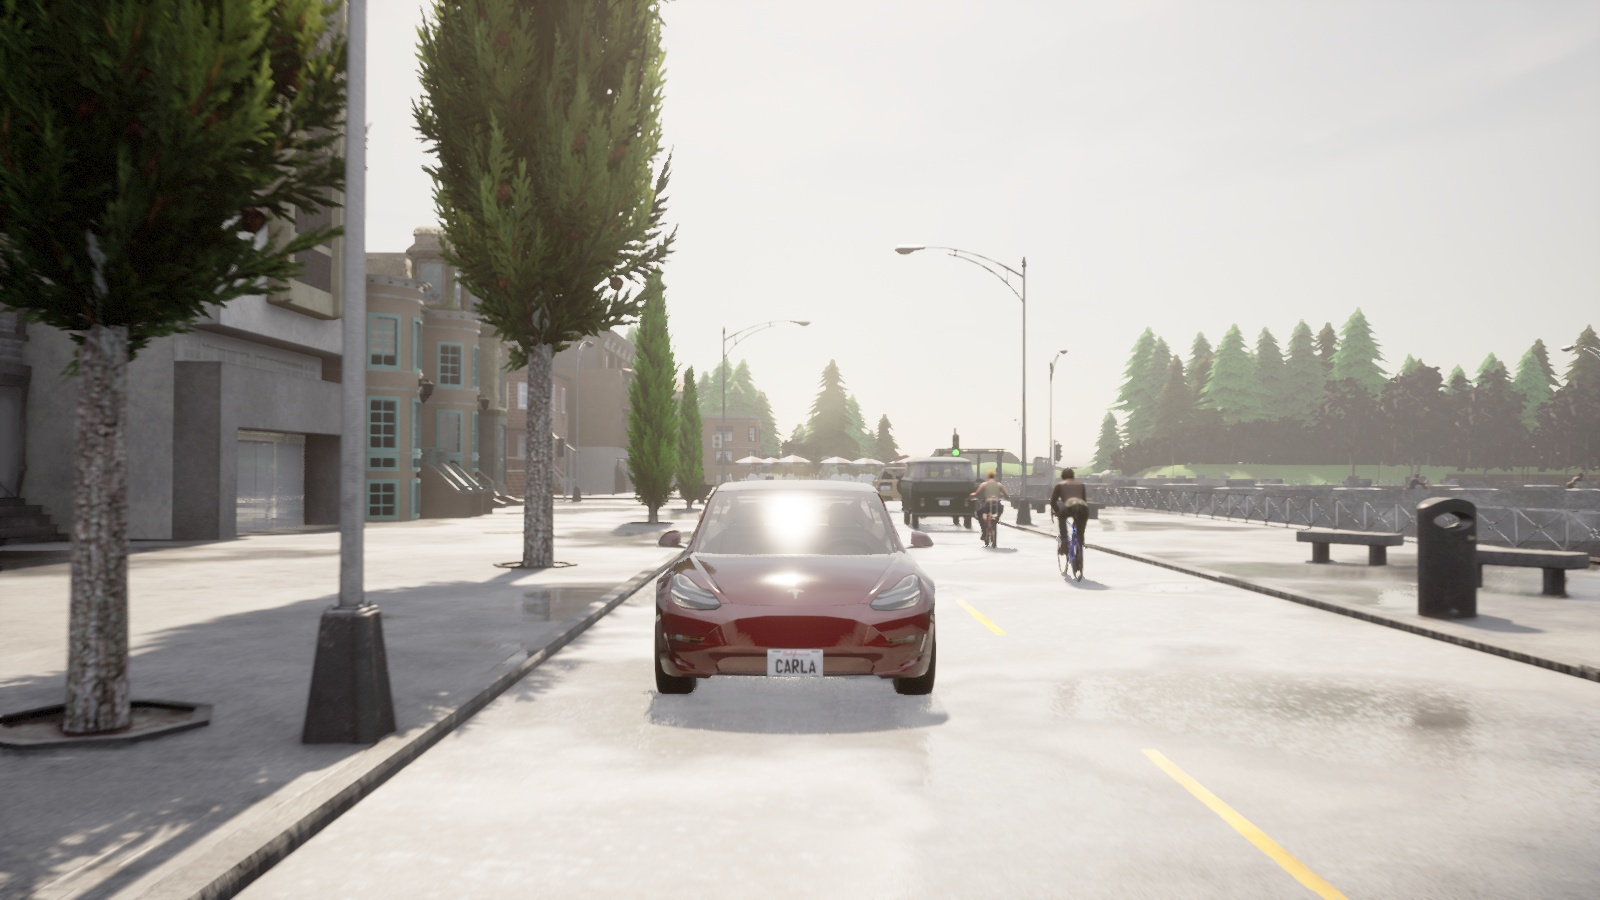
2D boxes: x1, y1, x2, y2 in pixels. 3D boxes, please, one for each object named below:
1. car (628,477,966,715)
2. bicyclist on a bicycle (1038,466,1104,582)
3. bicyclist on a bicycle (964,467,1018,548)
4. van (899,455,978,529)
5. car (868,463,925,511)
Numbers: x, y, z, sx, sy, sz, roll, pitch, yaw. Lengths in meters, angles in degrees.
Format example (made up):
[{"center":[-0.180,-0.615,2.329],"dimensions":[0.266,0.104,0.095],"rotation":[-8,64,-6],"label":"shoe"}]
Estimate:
[{"center":[-0.027,0.990,10.468],"dimensions":[2.163,1.488,4.792],"rotation":[0,-1,0],"label":"car"},{"center":[3.951,1.060,18.403],"dimensions":[0.582,1.620,1.656],"rotation":[0,-1,0],"label":"bicyclist on a bicycle"},{"center":[3.935,1.170,25.976],"dimensions":[0.866,1.612,1.509],"rotation":[0,-1,0],"label":"bicyclist on a bicycle"},{"center":[3.905,1.156,36.040],"dimensions":[1.775,1.987,4.442],"rotation":[0,-1,0],"label":"van"},{"center":[3.872,1.471,51.096],"dimensions":[1.932,1.855,4.605],"rotation":[0,-1,0],"label":"car"}]
